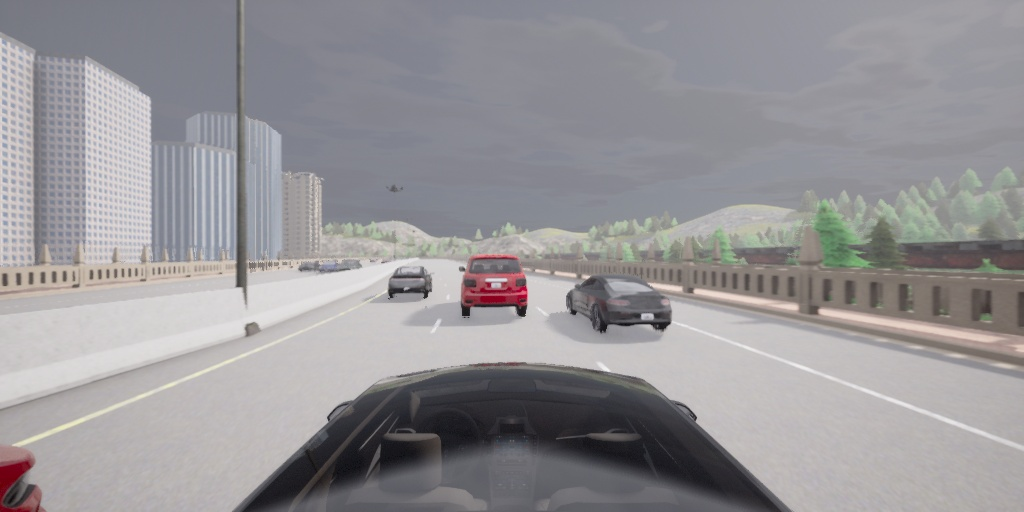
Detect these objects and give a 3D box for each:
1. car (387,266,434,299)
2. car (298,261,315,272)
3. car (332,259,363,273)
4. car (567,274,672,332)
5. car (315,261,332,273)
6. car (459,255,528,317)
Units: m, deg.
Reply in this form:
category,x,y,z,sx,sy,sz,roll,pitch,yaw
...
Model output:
category,x,y,z,sx,sy,sz,roll,pitch,yaw
car,-5.077,1.254,18.272,2.128,1.511,4.902,0,0,-10
car,-26.684,1.399,47.509,1.994,1.385,4.181,0,0,-14
car,-16.950,1.152,37.558,2.097,1.767,4.553,0,0,-14
car,2.972,1.260,10.700,1.812,1.442,4.674,0,0,-5
car,-22.195,1.344,43.993,1.812,1.442,4.674,0,0,-14
car,-0.785,0.969,13.390,2.150,2.045,5.566,0,0,-7
